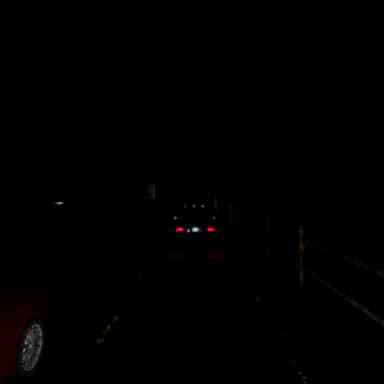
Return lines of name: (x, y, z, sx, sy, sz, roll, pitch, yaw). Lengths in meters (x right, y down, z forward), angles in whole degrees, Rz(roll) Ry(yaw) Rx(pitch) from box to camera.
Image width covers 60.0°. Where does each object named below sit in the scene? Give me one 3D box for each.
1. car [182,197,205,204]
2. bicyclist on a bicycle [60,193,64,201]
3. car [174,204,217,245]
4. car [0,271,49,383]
car: (0.171, 1.261, 30.909, 2.097, 1.767, 4.553, 0, 0, 0)
bicyclist on a bicycle: (-22.352, 0.963, 57.351, 0.582, 1.620, 1.656, 1, 0, 1)
car: (0.134, 1.502, 15.342, 2.033, 1.411, 5.357, 0, 0, 0)
car: (-2.845, 1.517, 2.778, 1.812, 1.442, 4.674, 0, 0, 0)
